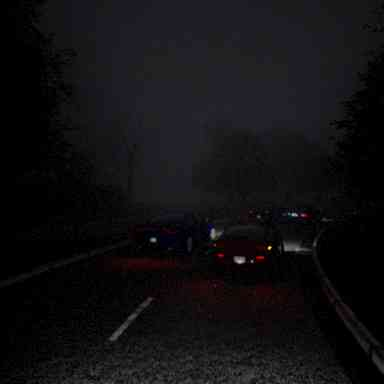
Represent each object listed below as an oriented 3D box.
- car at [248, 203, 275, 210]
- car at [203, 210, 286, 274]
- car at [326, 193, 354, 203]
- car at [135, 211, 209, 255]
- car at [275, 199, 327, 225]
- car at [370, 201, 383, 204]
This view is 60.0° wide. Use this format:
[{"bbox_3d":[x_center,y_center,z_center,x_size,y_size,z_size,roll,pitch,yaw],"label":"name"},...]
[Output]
[{"bbox_3d":[6.254,1.529,26.957,1.895,1.301,4.718,0,0,32],"label":"car"},{"bbox_3d":[1.915,1.551,10.721,1.812,1.442,4.674,0,0,17],"label":"car"},{"bbox_3d":[33.196,1.492,73.253,2.150,2.045,5.566,1,-1,-33],"label":"car"},{"bbox_3d":[-0.480,1.495,13.674,1.882,1.535,5.008,0,0,20],"label":"car"},{"bbox_3d":[7.831,1.486,23.381,2.033,1.411,5.357,0,0,32],"label":"car"},{"bbox_3d":[38.790,1.711,68.603,1.837,1.490,4.892,0,0,-17],"label":"car"}]
